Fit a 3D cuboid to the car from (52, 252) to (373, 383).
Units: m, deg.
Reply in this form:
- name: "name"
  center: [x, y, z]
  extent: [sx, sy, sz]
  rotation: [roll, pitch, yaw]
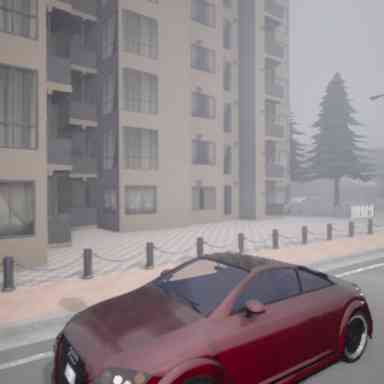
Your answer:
- name: "car"
  center: [0.472, 1.553, 4.315]
  extent: [4.181, 1.385, 1.994]
  rotation: [0, 0, -35]
